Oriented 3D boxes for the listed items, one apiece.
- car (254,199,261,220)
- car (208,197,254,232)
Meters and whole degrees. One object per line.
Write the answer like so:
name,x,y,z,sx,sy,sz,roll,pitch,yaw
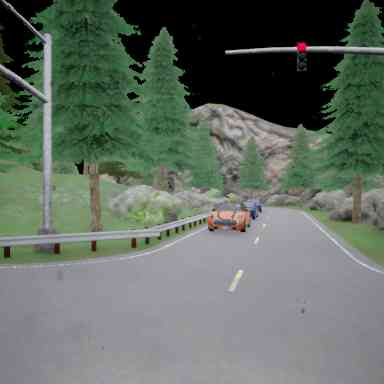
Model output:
car,4.734,1.522,29.116,1.882,1.535,5.008,0,0,15
car,2.368,1.383,20.291,2.097,1.767,4.553,0,0,15
